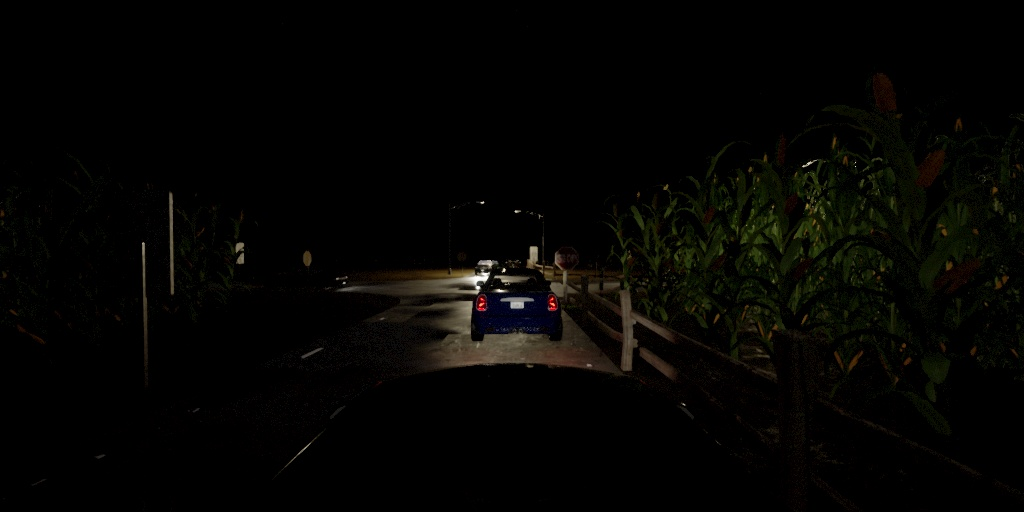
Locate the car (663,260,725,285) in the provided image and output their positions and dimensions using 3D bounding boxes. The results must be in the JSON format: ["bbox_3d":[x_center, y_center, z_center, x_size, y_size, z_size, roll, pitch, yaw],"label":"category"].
[{"bbox_3d":[12.542,1.062,25.337,4.553,1.767,2.097,0,1,-2],"label":"car"}]

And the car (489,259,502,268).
[{"bbox_3d":[-2.687,1.257,59.610,1.994,1.385,4.181,0,0,1],"label":"car"}]

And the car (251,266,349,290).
[{"bbox_3d":[-13.292,1.324,22.618,5.357,1.411,2.033,0,1,-2],"label":"car"}]

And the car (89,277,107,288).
[{"bbox_3d":[-25.360,1.310,22.515,4.892,1.490,1.837,0,1,0],"label":"car"}]

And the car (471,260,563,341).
[{"bbox_3d":[0.059,1.098,9.993,2.097,1.767,4.553,0,0,-2],"label":"car"}]
